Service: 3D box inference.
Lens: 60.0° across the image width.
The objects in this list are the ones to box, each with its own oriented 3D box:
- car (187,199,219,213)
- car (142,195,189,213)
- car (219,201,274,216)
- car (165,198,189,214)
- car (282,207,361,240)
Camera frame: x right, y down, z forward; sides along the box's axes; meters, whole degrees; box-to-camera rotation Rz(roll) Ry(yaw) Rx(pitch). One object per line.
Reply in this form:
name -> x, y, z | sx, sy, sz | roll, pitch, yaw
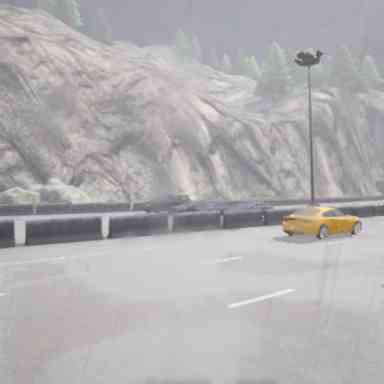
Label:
car -> 2.046, 1.640, 31.222 | 4.181, 1.385, 1.994 | 0, 0, -35
car -> -2.647, 1.308, 36.476 | 5.566, 2.045, 2.150 | 1, 0, -35
car -> 5.139, 1.567, 29.117 | 4.902, 1.511, 2.128 | 0, 0, -36
car -> 0.270, 1.629, 34.248 | 5.357, 1.411, 2.033 | 0, 0, -35
car -> 6.828, 1.525, 17.272 | 5.008, 1.535, 1.882 | 0, 0, -36
